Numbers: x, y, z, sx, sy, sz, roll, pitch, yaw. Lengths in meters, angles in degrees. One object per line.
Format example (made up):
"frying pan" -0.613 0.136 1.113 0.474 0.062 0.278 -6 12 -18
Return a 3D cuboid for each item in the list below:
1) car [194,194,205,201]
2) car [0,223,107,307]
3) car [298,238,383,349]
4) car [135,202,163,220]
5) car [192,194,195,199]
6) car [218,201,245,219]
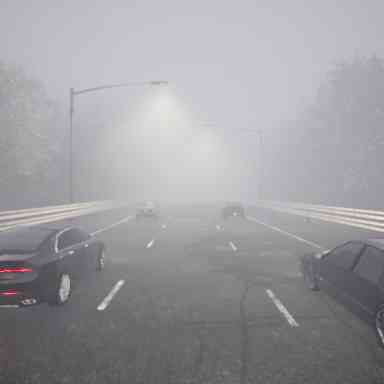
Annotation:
"car" 2.144 1.516 82.500 1.812 1.442 4.674 0 0 -2
"car" -3.422 1.509 7.948 1.837 1.490 4.892 0 0 0
"car" 3.587 1.550 5.939 2.033 1.411 5.357 0 0 0
"car" -3.571 1.556 28.129 2.033 1.411 5.357 0 0 -1
"car" 1.761 1.582 93.561 1.895 1.301 4.718 0 0 -2
"car" 3.416 1.514 29.071 1.837 1.490 4.892 0 0 -1
